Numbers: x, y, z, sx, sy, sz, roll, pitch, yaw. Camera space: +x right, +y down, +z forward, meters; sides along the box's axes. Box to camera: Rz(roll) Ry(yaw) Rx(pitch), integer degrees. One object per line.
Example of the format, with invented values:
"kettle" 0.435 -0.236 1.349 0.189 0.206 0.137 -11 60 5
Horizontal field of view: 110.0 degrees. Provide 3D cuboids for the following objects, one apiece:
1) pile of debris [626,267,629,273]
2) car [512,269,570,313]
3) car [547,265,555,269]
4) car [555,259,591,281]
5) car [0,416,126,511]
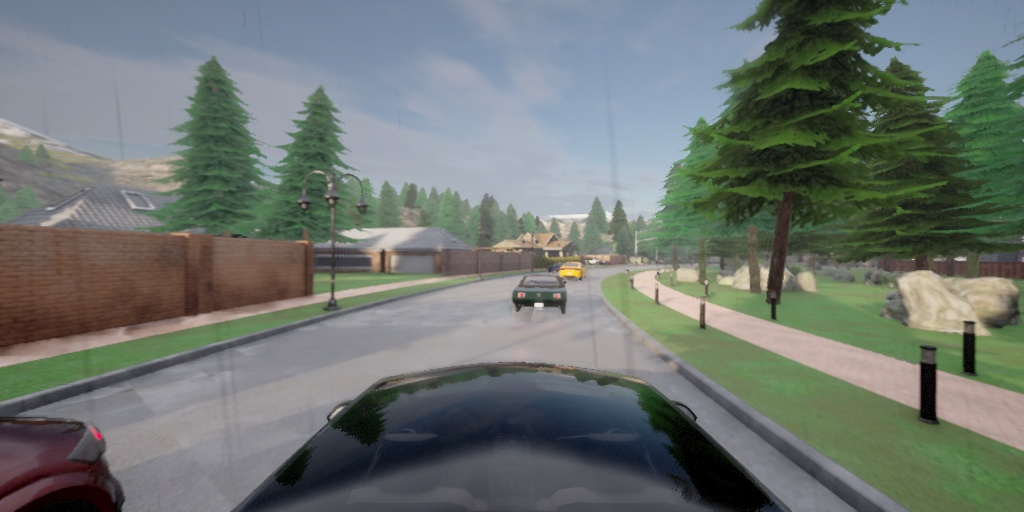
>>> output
"pile of debris" 16.803 2.077 54.723 1.500 0.140 1.860 0 0 34
"car" 1.230 1.367 14.275 1.895 1.301 4.718 0 0 8
"car" 5.687 1.415 42.146 1.895 1.301 4.718 0 0 25
"car" 5.489 1.283 31.668 1.882 1.535 5.008 0 0 19
"car" -3.413 1.289 0.443 1.994 1.385 4.181 0 0 1
